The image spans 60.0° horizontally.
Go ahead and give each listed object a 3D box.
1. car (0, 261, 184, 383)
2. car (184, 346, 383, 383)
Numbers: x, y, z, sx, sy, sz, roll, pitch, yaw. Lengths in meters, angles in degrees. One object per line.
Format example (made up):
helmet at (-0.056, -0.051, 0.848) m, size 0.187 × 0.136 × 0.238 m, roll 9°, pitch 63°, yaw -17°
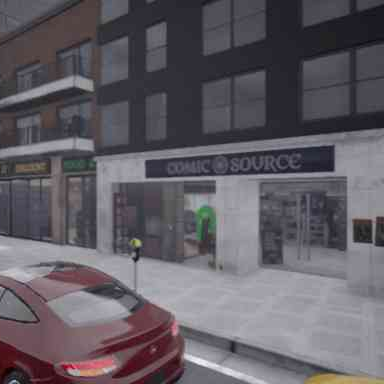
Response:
car at (-2.022, 1.583, 4.290) m, size 4.206 × 1.307 × 1.802 m, roll 0°, pitch 0°, yaw 35°
car at (2.445, 1.525, 1.105) m, size 4.829 × 1.417 × 1.752 m, roll 0°, pitch 0°, yaw 35°
